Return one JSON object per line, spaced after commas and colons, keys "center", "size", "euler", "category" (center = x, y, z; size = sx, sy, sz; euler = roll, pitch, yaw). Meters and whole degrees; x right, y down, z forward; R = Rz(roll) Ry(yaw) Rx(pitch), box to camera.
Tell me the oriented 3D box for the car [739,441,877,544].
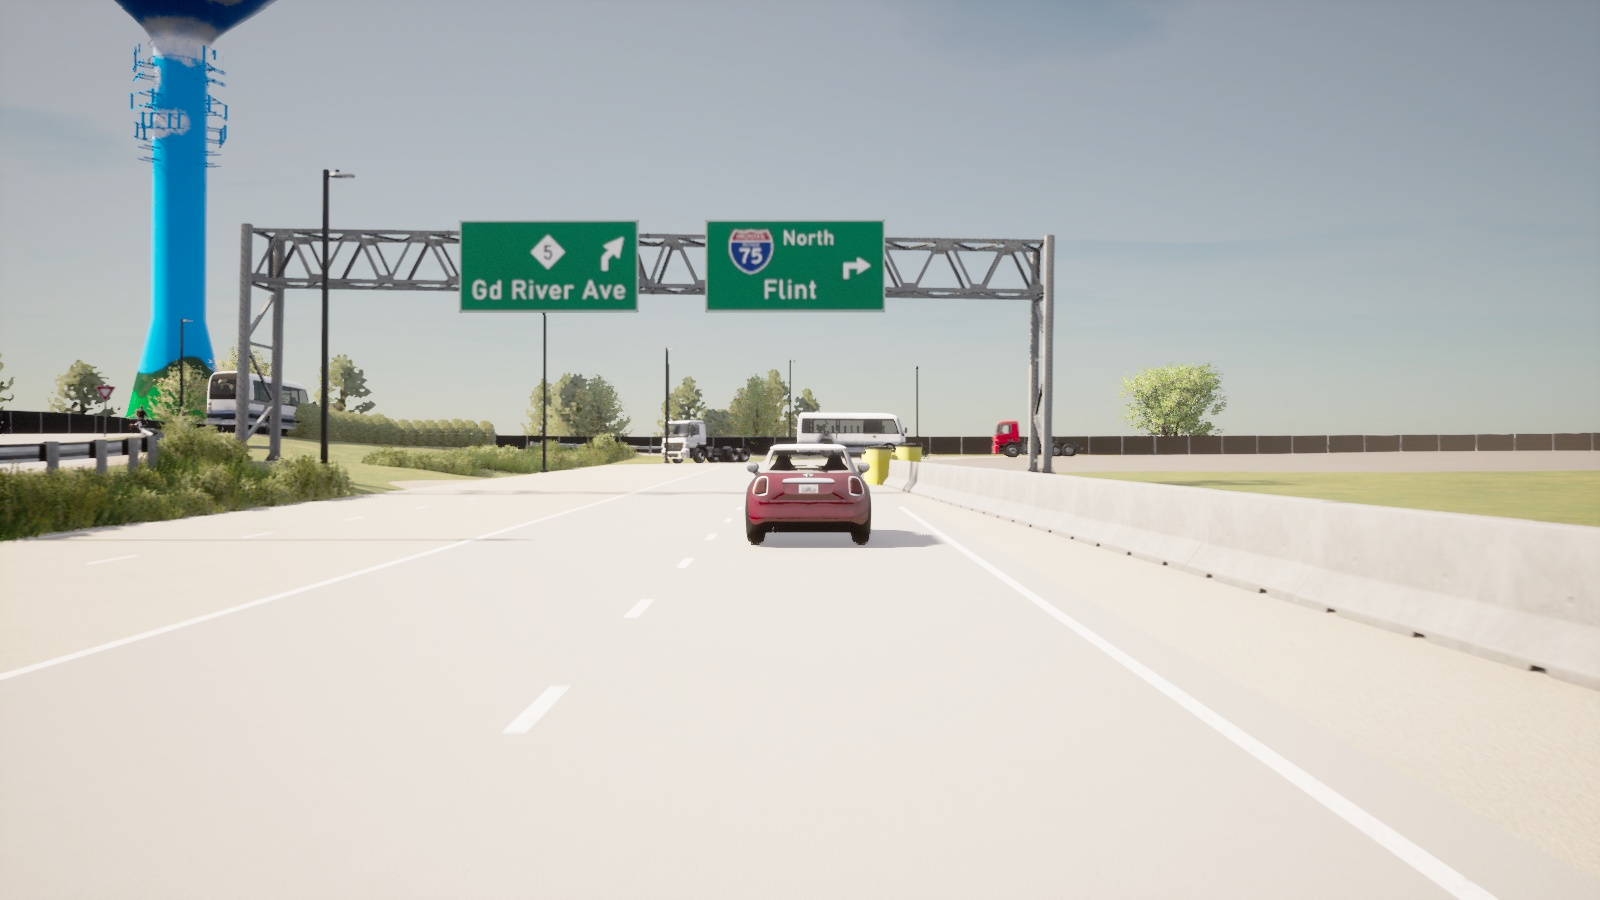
{"center": [0.130, 0.598, 19.875], "size": [1.970, 1.475, 3.806], "euler": [0, 0, 0], "category": "car"}
